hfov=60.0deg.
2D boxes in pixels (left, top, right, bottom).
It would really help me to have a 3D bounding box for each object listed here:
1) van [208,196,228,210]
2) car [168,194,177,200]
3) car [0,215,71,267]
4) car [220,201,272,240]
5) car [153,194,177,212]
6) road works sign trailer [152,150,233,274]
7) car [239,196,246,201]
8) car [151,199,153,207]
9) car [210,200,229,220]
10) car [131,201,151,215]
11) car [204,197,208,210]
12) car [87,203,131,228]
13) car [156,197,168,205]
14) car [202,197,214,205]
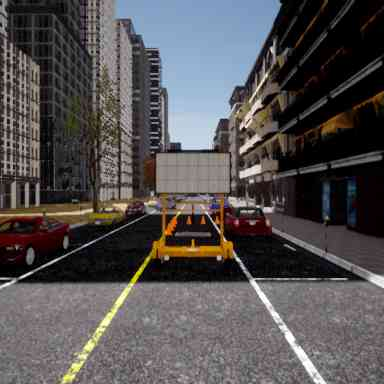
[{"bbox_3d":[2.786,1.354,33.514,1.690,1.788,3.998,0,0,0],"label":"van"},{"bbox_3d":[-5.419,1.408,93.591,2.192,1.841,5.009,0,0,0],"label":"car"},{"bbox_3d":[-5.660,1.546,11.408,1.887,1.381,4.507,0,0,0],"label":"car"},{"bbox_3d":[2.737,1.443,16.916,1.967,1.590,4.097,0,0,0],"label":"car"},{"bbox_3d":[-2.978,1.369,38.864,2.097,1.767,4.553,0,0,0],"label":"car"},{"bbox_3d":[0.028,0.465,10.594,2.380,3.560,2.880,0,0,0],"label":"road works sign trailer"},{"bbox_3d":[13.661,1.408,80.552,4.403,1.369,2.008,-1,1,0],"label":"car"},{"bbox_3d":[-5.546,1.552,49.967,1.752,1.417,4.829,0,0,0],"label":"car"},{"bbox_3d":[2.769,1.591,27.982,1.802,1.307,4.206,0,0,0],"label":"car"},{"bbox_3d":[-5.595,1.595,33.540,1.802,1.307,4.206,0,0,0],"label":"car"},{"bbox_3d":[2.802,1.457,39.047,1.967,1.590,4.097,0,0,0],"label":"car"},{"bbox_3d":[-5.627,1.531,22.304,1.752,1.417,4.829,0,0,0],"label":"car"},{"bbox_3d":[-5.513,1.584,61.203,1.887,1.381,4.507,0,0,0],"label":"car"},{"bbox_3d":[2.867,1.590,61.178,2.008,1.369,4.403,0,0,0],"label":"car"}]
